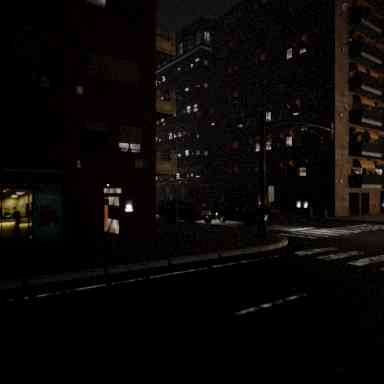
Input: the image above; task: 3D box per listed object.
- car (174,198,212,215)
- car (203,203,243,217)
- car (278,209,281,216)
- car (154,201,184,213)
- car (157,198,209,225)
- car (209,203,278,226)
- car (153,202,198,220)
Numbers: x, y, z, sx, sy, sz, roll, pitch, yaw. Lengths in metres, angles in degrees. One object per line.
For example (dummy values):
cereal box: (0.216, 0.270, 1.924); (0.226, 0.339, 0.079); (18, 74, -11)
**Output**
car: (0.034, 1.718, 41.145); (2.192, 1.841, 5.009); (-1, 0, -36)
car: (3.334, 1.899, 36.656); (1.947, 1.339, 4.313); (-1, 0, -36)
car: (6.629, 1.844, 32.168); (1.802, 1.307, 4.206); (-1, 0, -36)
car: (-3.257, 2.025, 45.632); (2.008, 1.369, 4.403); (-1, 0, -36)
car: (-0.367, 1.586, 27.078); (2.192, 1.841, 5.009); (-1, 0, -36)
car: (3.882, 1.717, 25.947); (2.128, 1.511, 4.902); (0, -1, -35)
car: (-1.730, 1.837, 33.566); (2.128, 1.511, 4.902); (0, -1, -36)
